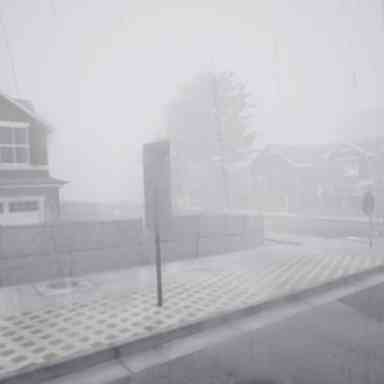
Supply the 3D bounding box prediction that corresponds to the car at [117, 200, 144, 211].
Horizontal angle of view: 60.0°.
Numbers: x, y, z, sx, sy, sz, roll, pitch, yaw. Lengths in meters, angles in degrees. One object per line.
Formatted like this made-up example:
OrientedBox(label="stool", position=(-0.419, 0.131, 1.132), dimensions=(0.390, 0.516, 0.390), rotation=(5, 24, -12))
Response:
OrientedBox(label="car", position=(-7.688, 1.658, 41.265), dimensions=(2.033, 1.411, 5.357), rotation=(-3, 1, -32))
